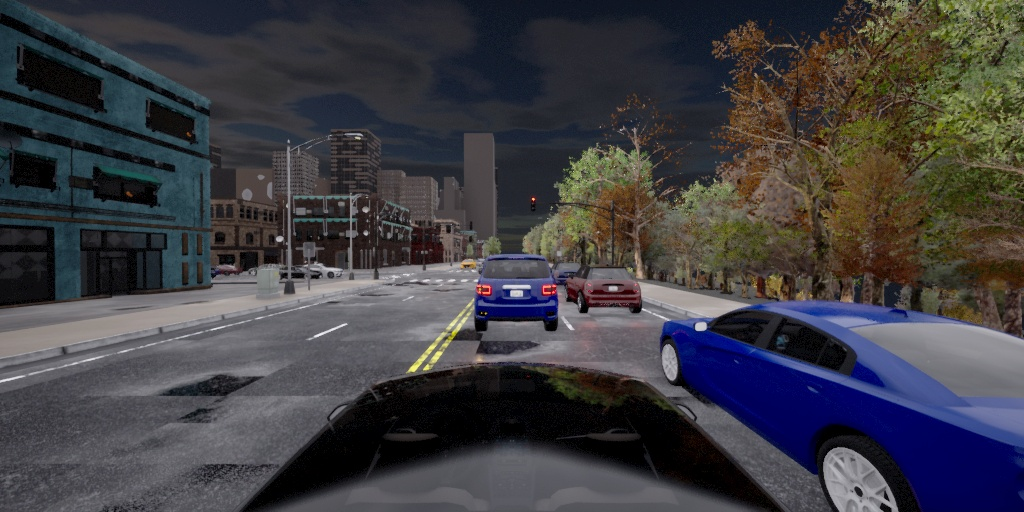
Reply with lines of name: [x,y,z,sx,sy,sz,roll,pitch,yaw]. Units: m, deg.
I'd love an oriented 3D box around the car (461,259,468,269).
car: [-6.532,1.214,54.277,1.882,1.535,5.008,0,0,0]

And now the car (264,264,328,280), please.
car: [-19.915,1.561,33.243,4.313,1.339,1.948,0,0,0]

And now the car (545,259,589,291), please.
car: [3.373,1.098,22.867,2.097,1.767,4.553,0,0,0]

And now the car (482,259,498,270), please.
car: [-3.272,1.228,54.543,2.128,1.511,4.902,0,0,1]

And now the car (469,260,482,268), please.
car: [-6.480,1.332,64.209,1.895,1.301,4.718,0,0,-1]

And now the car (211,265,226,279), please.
car: [-32.665,1.338,35.976,5.566,2.045,2.150,-1,1,0]

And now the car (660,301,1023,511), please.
car: [3.350,1.227,3.931,1.882,1.535,5.008,0,0,0]

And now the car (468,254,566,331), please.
car: [0.107,0.970,11.067,2.150,2.045,5.566,0,0,0]

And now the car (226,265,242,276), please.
car: [-33.774,1.650,41.777,4.207,1.307,1.802,0,0,0]

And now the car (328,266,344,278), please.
car: [-19.333,1.487,35.954,4.674,1.442,1.812,-1,1,-1]

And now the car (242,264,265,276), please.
car: [-28.239,1.556,41.764,4.403,1.370,2.007,0,0,0]

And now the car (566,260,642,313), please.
car: [3.362,1.100,14.029,2.097,1.767,4.553,0,0,0]
